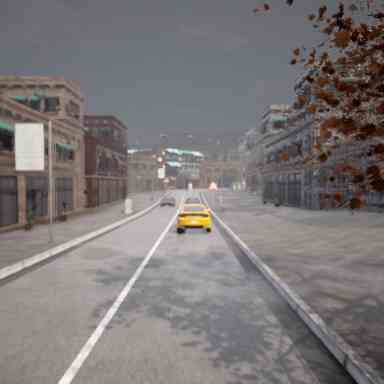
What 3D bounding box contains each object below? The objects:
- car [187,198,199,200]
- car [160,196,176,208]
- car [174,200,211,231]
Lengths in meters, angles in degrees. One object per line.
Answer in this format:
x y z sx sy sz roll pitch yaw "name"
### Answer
0.094 1.361 38.765 2.033 1.411 5.357 0 2 0 "car"
-3.087 1.198 43.505 2.033 1.411 5.357 0 2 0 "car"
0.097 1.463 20.321 1.882 1.535 5.008 0 0 0 "car"
